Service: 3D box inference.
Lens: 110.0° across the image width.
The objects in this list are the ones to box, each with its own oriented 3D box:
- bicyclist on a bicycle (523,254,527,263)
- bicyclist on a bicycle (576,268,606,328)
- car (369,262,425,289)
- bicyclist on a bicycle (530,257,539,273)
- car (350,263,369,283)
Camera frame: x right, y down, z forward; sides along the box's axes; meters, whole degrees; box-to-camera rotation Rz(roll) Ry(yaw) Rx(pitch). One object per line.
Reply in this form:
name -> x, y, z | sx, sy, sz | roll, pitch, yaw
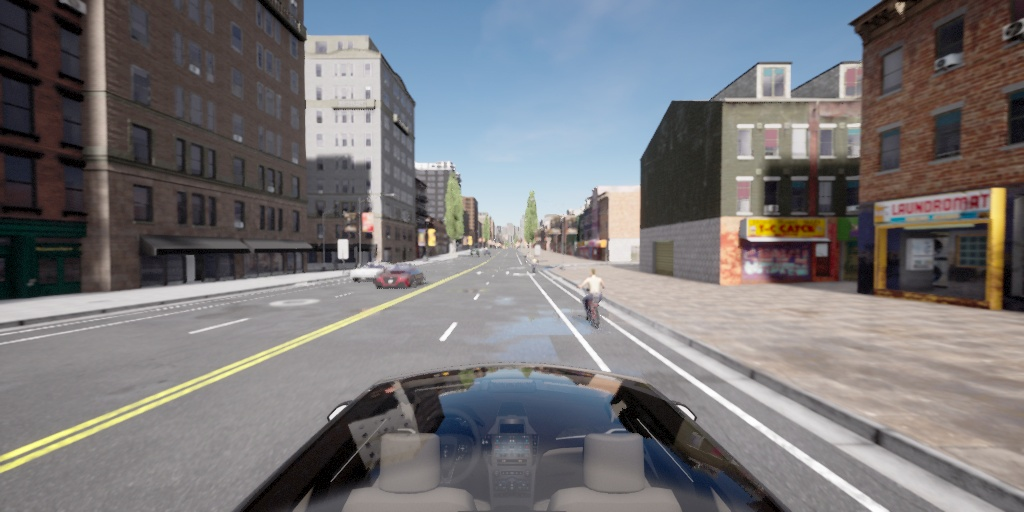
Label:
bicyclist on a bicycle -> 2.243, 0.408, 61.847 | 0.659, 1.776, 1.843 | 0, 1, 0
bicyclist on a bicycle -> 2.253, 1.130, 10.074 | 0.866, 1.612, 1.509 | 0, 0, 0
car -> -6.595, 1.158, 21.437 | 1.994, 1.385, 4.181 | 0, 0, 0
bicyclist on a bicycle -> 2.250, 0.877, 35.886 | 0.866, 1.612, 1.509 | 0, 0, 0
car -> -9.836, 1.148, 25.967 | 1.895, 1.301, 4.718 | 0, 1, 0
